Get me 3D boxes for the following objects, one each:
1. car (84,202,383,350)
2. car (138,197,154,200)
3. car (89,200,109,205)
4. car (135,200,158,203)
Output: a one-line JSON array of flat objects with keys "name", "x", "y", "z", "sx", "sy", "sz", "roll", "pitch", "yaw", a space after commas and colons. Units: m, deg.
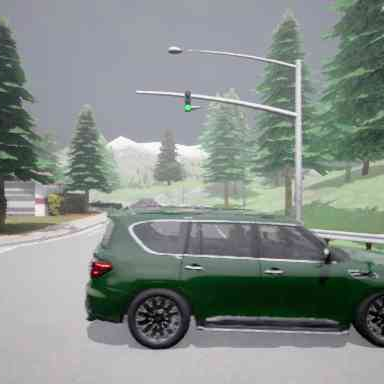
[{"name": "car", "x": 1.046, "y": 1.341, "z": 5.774, "sx": 5.566, "sy": 2.045, "sz": 2.150, "roll": 1, "pitch": 0, "yaw": -1}, {"name": "car", "x": -4.618, "y": 1.352, "z": 34.062, "sx": 2.097, "sy": 1.767, "sz": 4.553, "roll": 0, "pitch": 0, "yaw": -19}, {"name": "car", "x": -11.147, "y": 1.608, "z": 41.838, "sx": 4.718, "sy": 1.301, "sz": 1.895, "roll": 0, "pitch": 0, "yaw": 14}, {"name": "car", "x": -3.840, "y": 1.564, "z": 24.267, "sx": 1.994, "sy": 1.385, "sz": 4.181, "roll": 0, "pitch": 0, "yaw": -2}]
